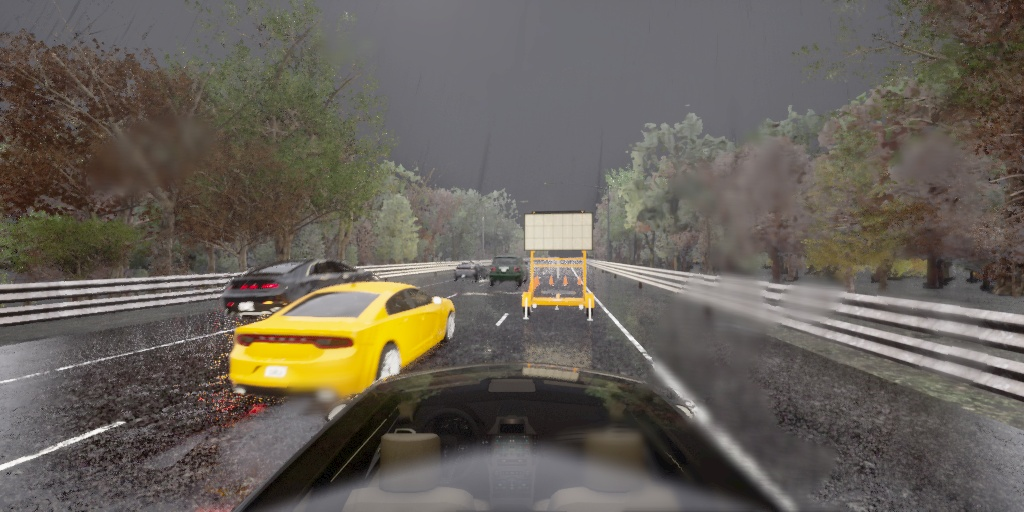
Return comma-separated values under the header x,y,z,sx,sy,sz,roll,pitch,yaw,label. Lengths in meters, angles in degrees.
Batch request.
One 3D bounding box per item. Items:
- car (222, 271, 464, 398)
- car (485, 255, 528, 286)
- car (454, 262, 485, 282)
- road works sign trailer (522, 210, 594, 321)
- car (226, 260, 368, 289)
x,y,z,sx,sy,sz,roll,pitch,yaw,label
-2.524,1.229,6.747,1.882,1.535,5.008,0,0,7,car
-0.144,0.980,25.240,2.150,2.045,5.566,0,0,8,car
-3.217,1.249,28.667,2.128,1.511,4.902,0,0,8,car
1.630,0.219,12.664,2.380,3.560,2.880,0,0,8,road works sign trailer
-5.621,0.838,10.342,1.837,1.490,4.892,-3,1,6,car
